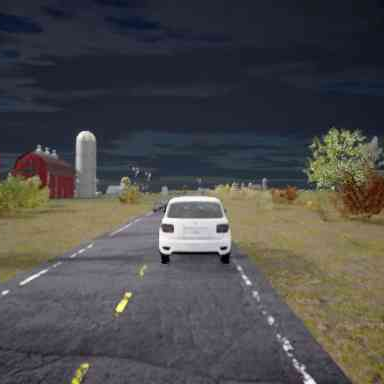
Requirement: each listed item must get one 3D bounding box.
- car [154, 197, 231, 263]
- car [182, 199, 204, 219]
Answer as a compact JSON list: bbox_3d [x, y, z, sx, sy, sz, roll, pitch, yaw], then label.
[{"bbox_3d":[0.095,1.177,11.941,2.150,2.045,5.566,0,0,0],"label":"car"},{"bbox_3d":[0.097,1.422,29.172,1.812,1.442,4.674,0,0,0],"label":"car"}]
